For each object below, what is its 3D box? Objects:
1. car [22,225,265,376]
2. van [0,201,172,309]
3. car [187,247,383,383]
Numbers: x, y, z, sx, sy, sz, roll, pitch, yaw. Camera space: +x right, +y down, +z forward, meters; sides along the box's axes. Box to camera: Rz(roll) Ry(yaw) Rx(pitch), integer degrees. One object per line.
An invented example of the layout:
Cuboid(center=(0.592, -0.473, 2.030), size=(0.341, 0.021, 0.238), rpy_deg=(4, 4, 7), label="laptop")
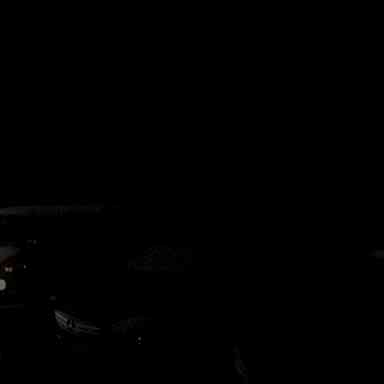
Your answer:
Cuboid(center=(-0.111, 1.506, 5.850), size=(2.002, 1.452, 4.674), rpy_deg=(0, 0, 36), label="car")
Cuboid(center=(-2.360, 1.229, 7.301), size=(1.878, 1.987, 4.442), rpy_deg=(0, 1, 35), label="van")
Cuboid(center=(2.153, 1.520, 4.229), size=(2.002, 1.452, 4.674), rpy_deg=(0, 0, 36), label="car")
